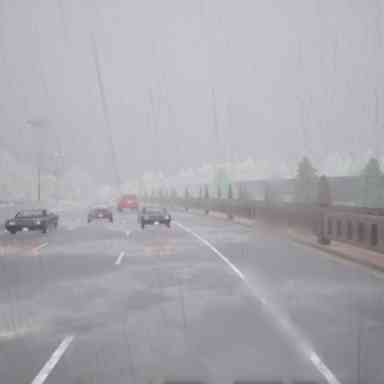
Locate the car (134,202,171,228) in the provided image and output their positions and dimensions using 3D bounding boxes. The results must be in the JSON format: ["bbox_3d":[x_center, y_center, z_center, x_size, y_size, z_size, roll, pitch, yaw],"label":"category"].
[{"bbox_3d":[-2.671,1.617,22.581,1.895,1.301,4.718,0,0,-13],"label":"car"}]

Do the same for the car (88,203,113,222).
[{"bbox_3d":[-7.370,1.571,26.807,1.812,1.442,4.674,0,0,-15],"label":"car"}]

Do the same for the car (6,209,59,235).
[{"bbox_3d":[-9.133,1.655,19.509,1.895,1.301,4.718,0,0,-12],"label":"car"}]

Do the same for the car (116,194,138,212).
[{"bbox_3d":[-7.862,1.275,40.202,2.150,2.045,5.566,0,0,-18],"label":"car"}]

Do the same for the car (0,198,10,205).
[{"bbox_3d":[-40.539,2.022,71.589,1.994,1.385,4.181,0,-2,-18],"label":"car"}]

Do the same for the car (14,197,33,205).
[{"bbox_3d":[-27.929,1.771,55.783,1.994,1.385,4.181,0,0,-18],"label":"car"}]
